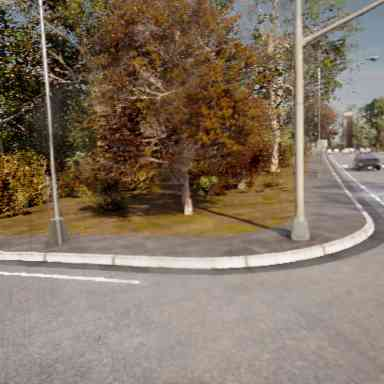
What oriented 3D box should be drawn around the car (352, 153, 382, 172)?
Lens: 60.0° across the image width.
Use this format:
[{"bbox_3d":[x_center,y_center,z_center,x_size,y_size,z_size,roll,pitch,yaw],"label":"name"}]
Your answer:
[{"bbox_3d":[15.237,-2.710,29.260,2.033,1.411,5.357,0,8,20],"label":"car"}]
